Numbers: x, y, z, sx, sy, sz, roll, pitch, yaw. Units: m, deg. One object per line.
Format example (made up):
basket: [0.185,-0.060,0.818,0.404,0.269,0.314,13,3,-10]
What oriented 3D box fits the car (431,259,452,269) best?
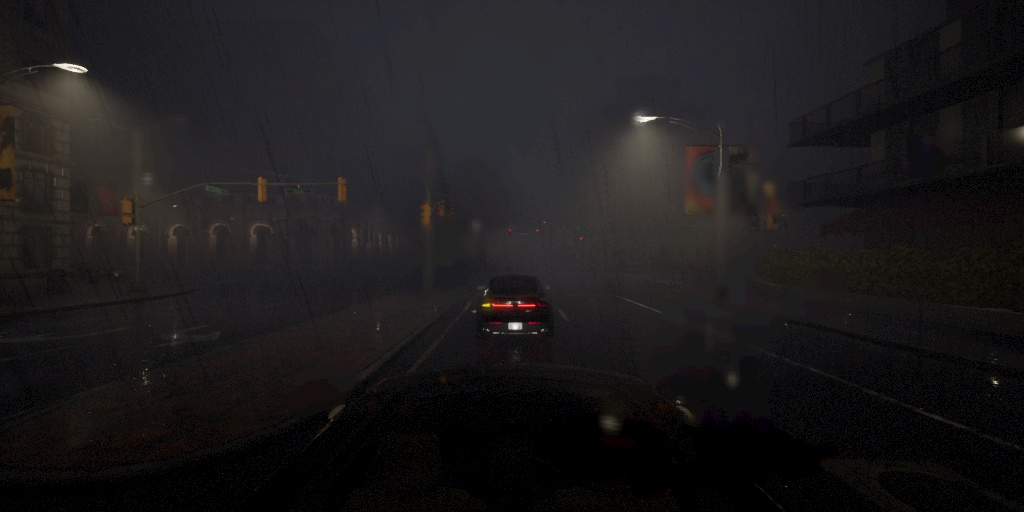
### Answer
car: [-11.531,1.275,58.528,1.812,1.442,4.674,0,0,0]

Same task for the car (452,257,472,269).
car: [-8.040,1.275,58.302,1.812,1.442,4.674,0,0,0]

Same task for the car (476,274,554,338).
car: [0.079,1.255,10.104,1.837,1.490,4.892,0,0,0]

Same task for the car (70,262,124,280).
car: [-33.895,1.241,28.511,4.902,1.511,2.128,0,0,0]
